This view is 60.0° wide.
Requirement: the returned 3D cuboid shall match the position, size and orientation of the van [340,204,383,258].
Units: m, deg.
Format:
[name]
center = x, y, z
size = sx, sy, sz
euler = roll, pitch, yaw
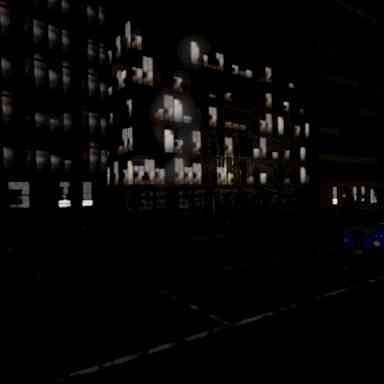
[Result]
[van]
center = 6.756, 1.311, 11.393
size = 3.998, 1.788, 1.690
euler = 0, -1, -35
